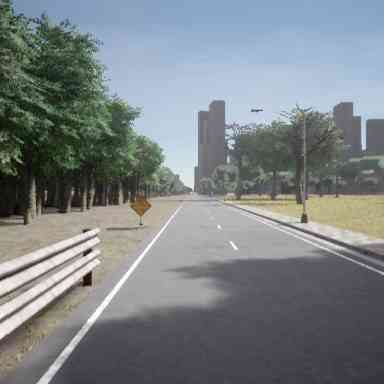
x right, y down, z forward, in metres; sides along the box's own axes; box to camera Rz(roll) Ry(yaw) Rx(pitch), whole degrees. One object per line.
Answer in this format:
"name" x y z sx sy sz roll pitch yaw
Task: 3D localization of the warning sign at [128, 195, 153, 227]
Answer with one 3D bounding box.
"warning sign" -3.049 1.112 19.898 1.300 1.860 1.060 0 0 0
